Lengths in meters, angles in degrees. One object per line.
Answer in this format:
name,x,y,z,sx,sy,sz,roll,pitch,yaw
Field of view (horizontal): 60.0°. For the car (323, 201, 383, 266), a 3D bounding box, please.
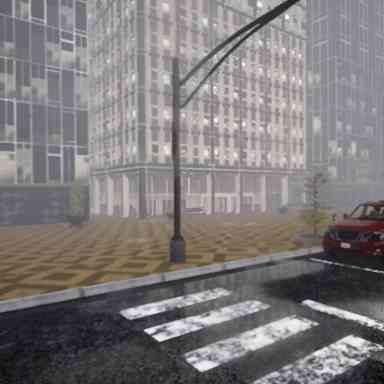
car,6.562,1.234,11.241,5.009,1.841,2.192,0,0,-35
